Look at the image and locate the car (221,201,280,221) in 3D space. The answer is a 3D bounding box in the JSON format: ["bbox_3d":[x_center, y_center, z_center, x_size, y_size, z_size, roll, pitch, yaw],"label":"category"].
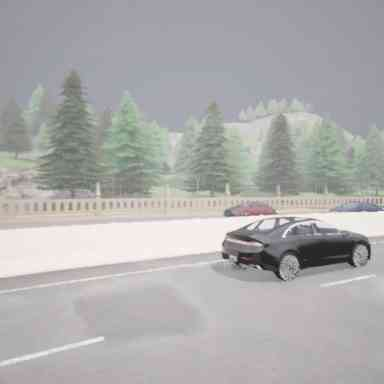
[{"bbox_3d":[4.605,1.467,26.326,4.181,1.385,1.994,0,0,-25],"label":"car"}]

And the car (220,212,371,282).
[{"bbox_3d":[3.130,1.458,9.605,4.902,1.511,2.128,0,0,-30],"label":"car"}]
